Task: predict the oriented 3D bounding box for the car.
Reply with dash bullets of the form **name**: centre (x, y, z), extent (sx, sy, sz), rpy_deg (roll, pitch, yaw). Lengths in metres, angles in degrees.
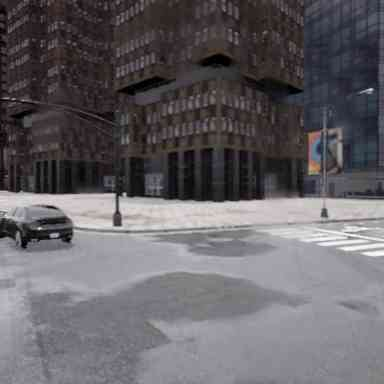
- **car**: centre (-6.510, 1.251, 13.643), extent (1.837, 1.490, 4.892), rpy_deg (-1, 1, -42)
